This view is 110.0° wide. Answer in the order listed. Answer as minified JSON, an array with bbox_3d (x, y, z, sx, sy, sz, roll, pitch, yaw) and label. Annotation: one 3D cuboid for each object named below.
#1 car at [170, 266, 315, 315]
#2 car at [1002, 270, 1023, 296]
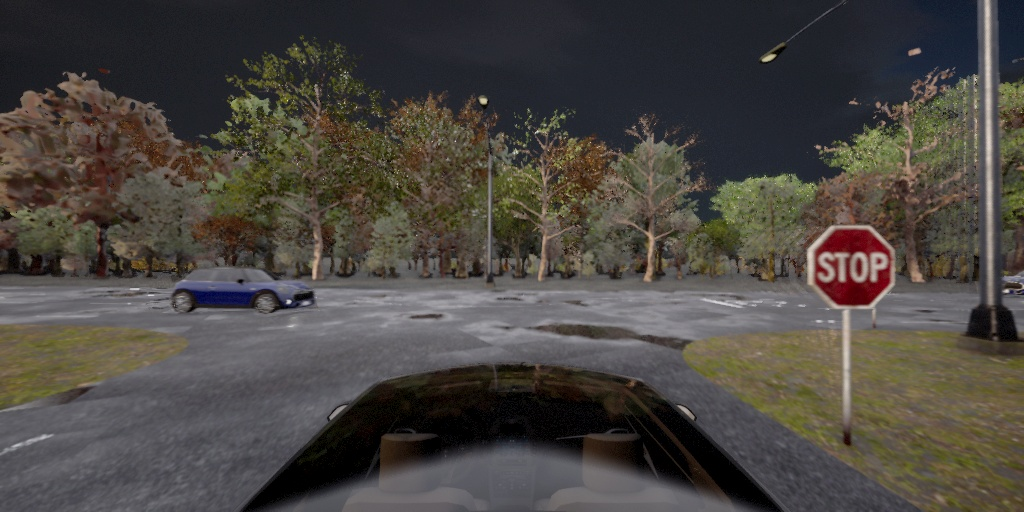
[{"bbox_3d":[-10.169,1.208,13.823,4.553,1.767,2.097,1,-1,1],"label":"car"},{"bbox_3d":[30.573,1.466,20.573,4.553,1.767,2.097,1,-1,0],"label":"car"}]
